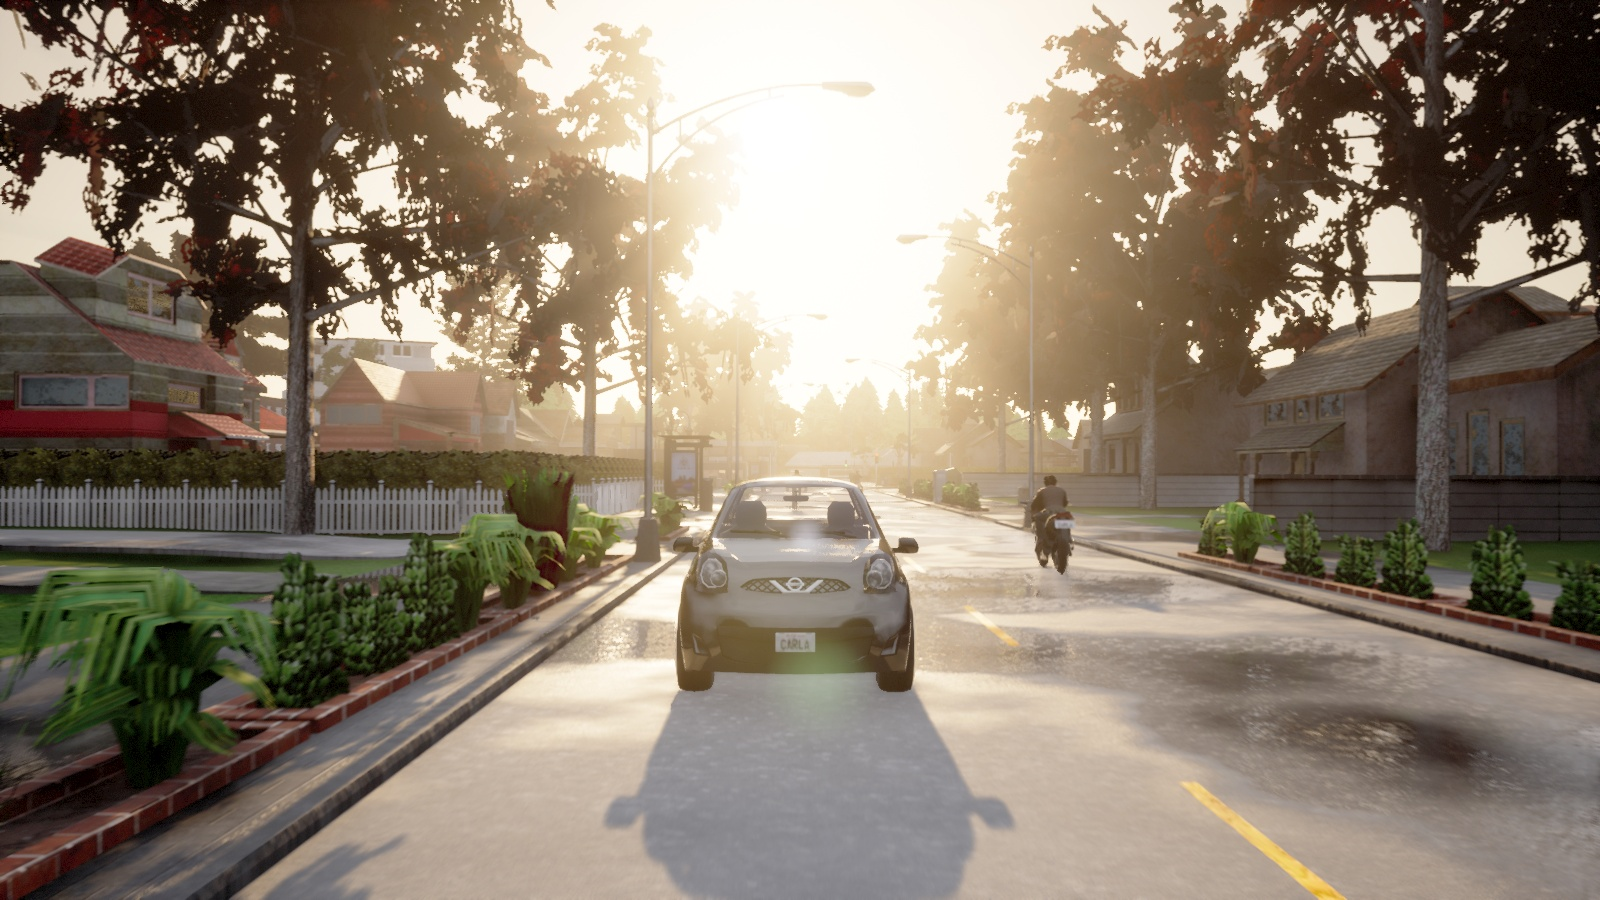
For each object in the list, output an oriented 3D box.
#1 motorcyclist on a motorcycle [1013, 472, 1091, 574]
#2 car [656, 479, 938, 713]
[{"bbox_3d":[3.951,1.113,19.844,0.797,1.523,2.044,0,-1,0],"label":"motorcyclist on a motorcycle"},{"bbox_3d":[-0.025,0.997,10.052,1.845,1.501,3.633,0,-1,0],"label":"car"}]
